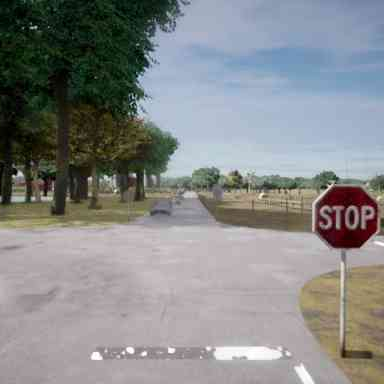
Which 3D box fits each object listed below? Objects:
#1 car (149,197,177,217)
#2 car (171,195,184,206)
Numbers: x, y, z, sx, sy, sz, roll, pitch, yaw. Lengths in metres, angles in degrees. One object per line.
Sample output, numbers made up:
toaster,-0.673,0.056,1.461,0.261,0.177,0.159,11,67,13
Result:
car,-2.777,1.508,31.068,2.033,1.411,5.357,0,0,0
car,-2.781,1.399,53.789,2.128,1.511,4.902,0,0,0
